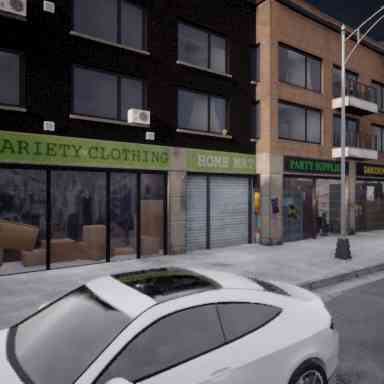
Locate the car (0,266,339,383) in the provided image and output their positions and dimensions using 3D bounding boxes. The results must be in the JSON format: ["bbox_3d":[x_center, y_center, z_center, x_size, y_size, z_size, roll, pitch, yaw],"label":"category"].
[{"bbox_3d":[-0.511,1.526,3.015,4.674,1.442,1.812,0,0,-36],"label":"car"}]
